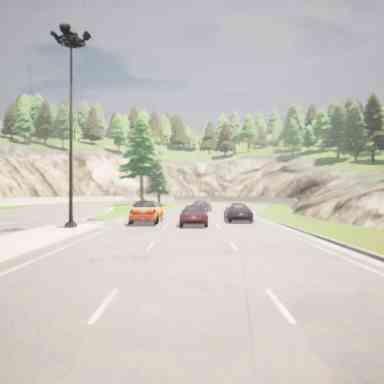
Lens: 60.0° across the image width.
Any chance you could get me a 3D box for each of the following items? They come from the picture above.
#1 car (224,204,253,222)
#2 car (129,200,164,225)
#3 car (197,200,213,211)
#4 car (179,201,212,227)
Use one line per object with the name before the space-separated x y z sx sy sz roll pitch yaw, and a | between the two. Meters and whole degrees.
car | 3.679 1.621 26.636 1.994 1.385 4.181 0 0 1
car | -3.350 1.406 25.045 2.097 1.767 4.553 0 0 1
car | 1.140 1.628 37.341 2.033 1.411 5.357 0 0 11
car | 0.134 1.615 23.605 1.994 1.385 4.181 0 0 1
